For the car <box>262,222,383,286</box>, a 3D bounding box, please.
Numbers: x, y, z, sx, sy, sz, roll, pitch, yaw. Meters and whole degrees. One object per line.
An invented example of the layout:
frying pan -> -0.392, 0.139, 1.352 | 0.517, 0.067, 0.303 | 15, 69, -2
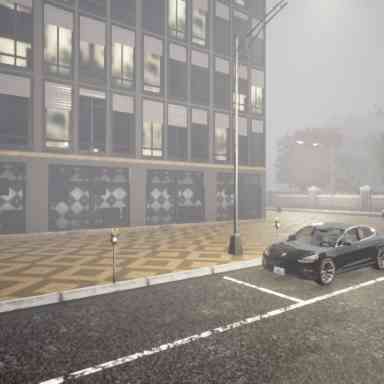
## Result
car -> 3.914, 1.562, 9.438 | 4.313, 1.339, 1.947 | 0, 0, -35
